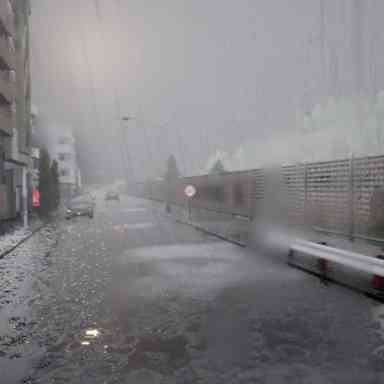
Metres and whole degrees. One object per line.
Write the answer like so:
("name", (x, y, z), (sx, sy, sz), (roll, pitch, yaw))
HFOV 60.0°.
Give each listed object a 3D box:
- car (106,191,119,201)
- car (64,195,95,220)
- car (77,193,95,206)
("car", (-13.884, 0.656, 57.736), (2.097, 1.767, 4.553), (-1, 1, -17))
("car", (-8.609, 1.232, 25.645), (1.837, 1.490, 4.892), (-1, 1, -17))
("car", (-14.399, 1.003, 45.289), (2.128, 1.511, 4.902), (-1, 1, -16))
